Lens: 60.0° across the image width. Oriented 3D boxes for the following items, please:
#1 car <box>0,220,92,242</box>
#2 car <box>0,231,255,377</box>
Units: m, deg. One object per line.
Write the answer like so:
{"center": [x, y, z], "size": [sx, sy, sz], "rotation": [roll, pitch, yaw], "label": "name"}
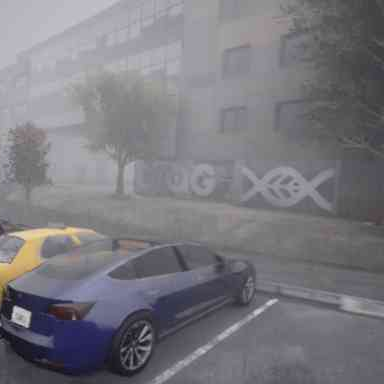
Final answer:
{"center": [-2.799, 1.444, 7.508], "size": [1.946, 1.575, 5.366], "rotation": [0, 0, 36], "label": "car"}
{"center": [-0.616, 1.491, 5.758], "size": [2.163, 1.488, 4.792], "rotation": [0, 0, 36], "label": "car"}
